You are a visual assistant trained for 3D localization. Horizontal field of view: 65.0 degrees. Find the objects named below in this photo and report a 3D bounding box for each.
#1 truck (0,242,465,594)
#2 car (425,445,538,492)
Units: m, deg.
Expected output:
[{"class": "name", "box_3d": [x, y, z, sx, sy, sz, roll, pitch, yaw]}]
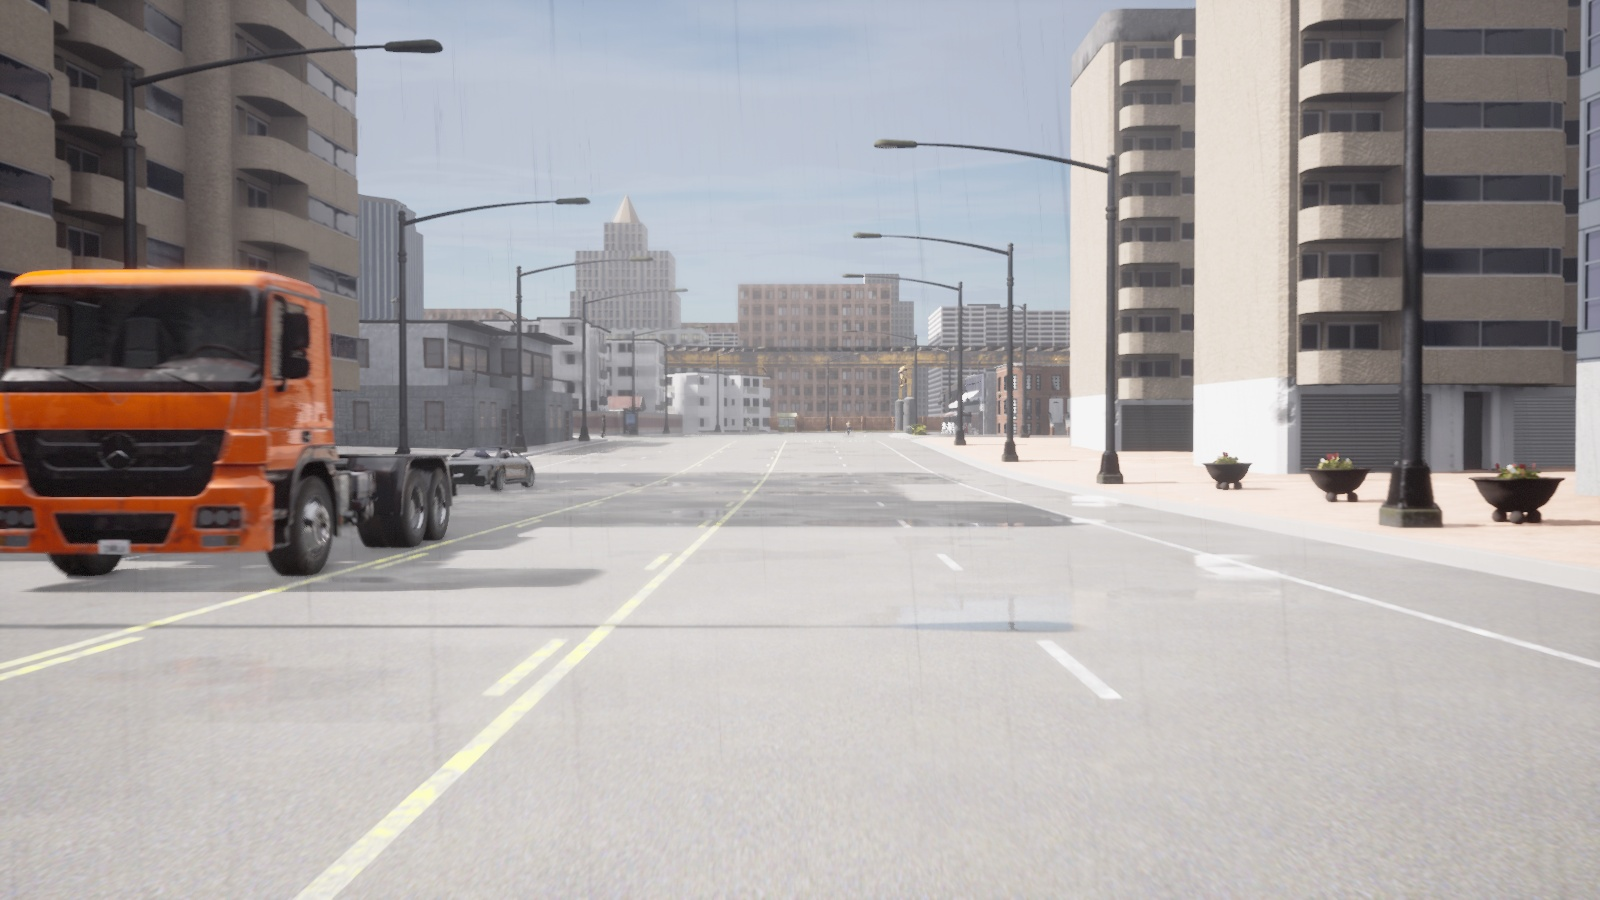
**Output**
[{"class": "truck", "box_3d": [-6.849, -0.335, 16.306, 2.891, 3.462, 7.936, 0, 0, 0]}, {"class": "car", "box_3d": [-10.038, 0.547, 39.935, 1.994, 1.385, 4.181, 0, 1, 9]}]
